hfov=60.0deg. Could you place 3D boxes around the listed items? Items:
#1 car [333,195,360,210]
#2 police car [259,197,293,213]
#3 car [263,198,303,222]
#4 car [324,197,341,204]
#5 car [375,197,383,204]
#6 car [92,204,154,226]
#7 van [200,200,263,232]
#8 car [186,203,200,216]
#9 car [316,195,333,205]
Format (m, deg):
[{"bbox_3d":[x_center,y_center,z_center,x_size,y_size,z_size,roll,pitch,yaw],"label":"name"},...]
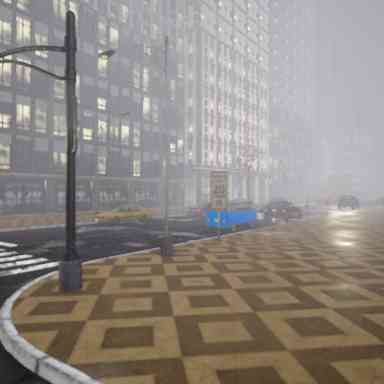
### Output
[{"bbox_3d":[21.021,1.378,44.605,2.192,1.841,5.009,0,0,38],"label":"car"},{"bbox_3d":[9.826,1.474,38.752,1.930,1.638,5.238,0,0,38],"label":"police car"},{"bbox_3d":[7.467,1.483,26.954,1.967,1.590,4.097,0,0,38],"label":"car"},{"bbox_3d":[28.327,1.641,67.056,2.008,1.369,4.403,0,0,38],"label":"car"},{"bbox_3d":[37.964,1.667,66.668,1.947,1.339,4.313,0,0,38],"label":"car"},{"bbox_3d":[-4.882,1.559,24.024,1.752,1.417,4.829,0,0,38],"label":"car"},{"bbox_3d":[2.512,1.378,20.319,1.690,1.788,3.998,0,0,38],"label":"van"},{"bbox_3d":[1.217,1.622,31.754,1.802,1.307,4.206,0,0,38],"label":"car"},{"bbox_3d":[24.938,1.398,62.644,2.192,1.841,5.009,0,0,38],"label":"car"}]
